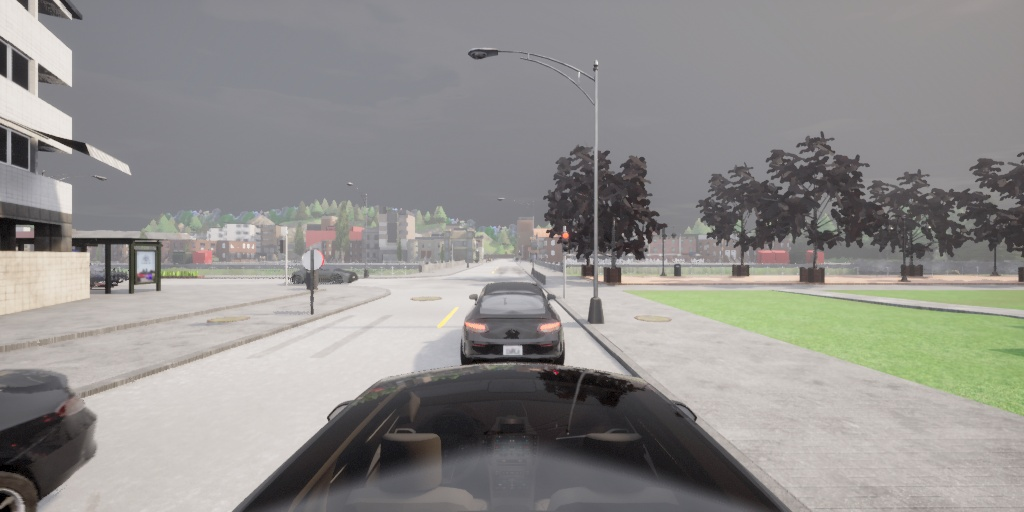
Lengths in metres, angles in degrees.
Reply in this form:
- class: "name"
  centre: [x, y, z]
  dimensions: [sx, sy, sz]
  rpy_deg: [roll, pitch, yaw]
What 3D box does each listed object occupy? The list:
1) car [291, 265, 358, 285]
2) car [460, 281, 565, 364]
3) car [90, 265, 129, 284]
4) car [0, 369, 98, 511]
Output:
- class: "car"
  centre: [-13.194, 1.313, 25.372]
  dimensions: [4.181, 1.385, 1.994]
  rpy_deg: [0, 0, -1]
- class: "car"
  centre: [0.009, 1.276, 7.781]
  dimensions: [1.812, 1.442, 4.674]
  rpy_deg: [0, 0, 0]
- class: "car"
  centre: [-30.183, 1.297, 25.233]
  dimensions: [5.357, 1.411, 2.033]
  rpy_deg: [0, 0, 0]
- class: "car"
  centre: [-4.077, 1.276, 0.793]
  dimensions: [1.812, 1.442, 4.674]
  rpy_deg: [0, 0, 0]
